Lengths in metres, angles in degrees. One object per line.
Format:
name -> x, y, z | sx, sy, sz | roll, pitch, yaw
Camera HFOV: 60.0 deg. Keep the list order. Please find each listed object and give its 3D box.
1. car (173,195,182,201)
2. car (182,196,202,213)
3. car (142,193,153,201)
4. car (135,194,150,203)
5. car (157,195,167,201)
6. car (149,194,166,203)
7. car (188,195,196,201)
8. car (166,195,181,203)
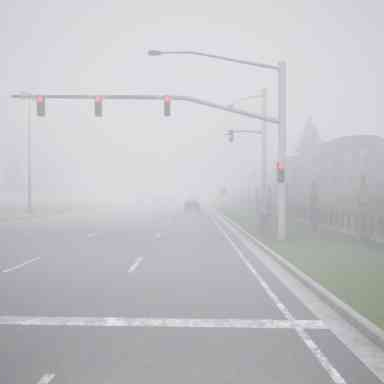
car -> -3.481, 1.427, 78.561 | 1.895, 1.301, 4.718 | 0, 0, 0
car -> 0.009, 1.504, 37.497 | 1.837, 1.490, 4.892 | 0, 0, 0
car -> -10.481, 1.187, 78.503 | 2.097, 1.767, 4.553 | 0, 0, 0
car -> -10.484, 1.564, 68.496 | 1.994, 1.385, 4.181 | 0, 0, 0
car -> -6.981, 1.385, 78.532 | 1.994, 1.385, 4.181 | 0, 0, 0
car -> -6.984, 1.477, 68.112 | 1.882, 1.535, 5.008 | 0, 0, 0
car -> 0.019, 1.356, 78.530 | 1.812, 1.442, 4.674 | 0, 0, 0
car -> -3.484, 1.491, 68.111 | 2.128, 1.511, 4.902 | 0, 0, 0
